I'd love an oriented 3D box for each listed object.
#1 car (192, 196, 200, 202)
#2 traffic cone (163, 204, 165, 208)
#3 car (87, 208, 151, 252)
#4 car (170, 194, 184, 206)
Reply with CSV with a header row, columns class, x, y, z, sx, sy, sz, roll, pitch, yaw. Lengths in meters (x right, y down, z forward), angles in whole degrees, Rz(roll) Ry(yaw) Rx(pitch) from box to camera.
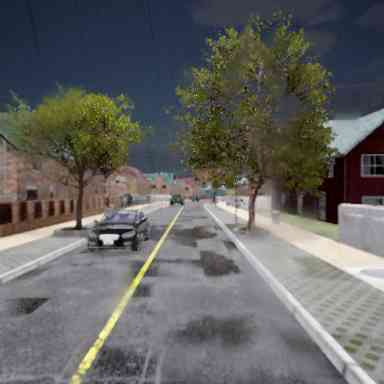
class,x,y,z,sx,sy,sz,roll,pitch,yaw
car,1.106,1.875,90.722,1.837,1.490,4.892,0,-1,4
traffic cone,-3.873,1.982,46.445,0.340,0.580,0.340,0,0,0
car,-2.856,1.462,13.814,2.128,1.511,4.902,0,0,0
car,-2.551,1.288,57.337,2.150,2.045,5.566,0,0,3
